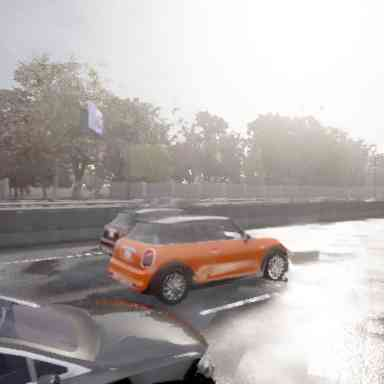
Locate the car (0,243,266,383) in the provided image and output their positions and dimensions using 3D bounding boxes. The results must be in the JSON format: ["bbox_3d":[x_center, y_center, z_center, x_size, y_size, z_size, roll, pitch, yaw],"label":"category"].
[{"bbox_3d":[-1.996,1.491,2.320,4.902,1.511,2.128,0,0,-36],"label":"car"}]

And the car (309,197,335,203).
[{"bbox_3d":[20.736,1.535,53.103,5.008,1.535,1.882,0,0,-35],"label":"car"}]

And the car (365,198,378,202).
[{"bbox_3d":[30.900,1.648,56.030,4.181,1.385,1.994,0,0,-35],"label":"car"}]

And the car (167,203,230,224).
[{"bbox_3d":[0.562,1.603,25.888,4.718,1.301,1.895,0,0,-35],"label":"car"}]

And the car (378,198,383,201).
[{"bbox_3d":[31.910,1.584,52.464,4.892,1.490,1.837,0,0,-35],"label":"car"}]

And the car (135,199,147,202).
[{"bbox_3d":[-3.045,1.354,31.910,4.553,1.767,2.097,0,0,-35],"label":"car"}]

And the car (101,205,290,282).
[{"bbox_3d":[0.369,1.352,8.310,4.553,1.767,2.097,0,0,-36],"label":"car"}]

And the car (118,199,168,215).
[{"bbox_3d":[-5.037,1.506,34.787,4.892,1.490,1.837,0,0,-35],"label":"car"}]

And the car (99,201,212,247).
[{"bbox_3d":[-0.807,1.352,11.769,4.553,1.767,2.097,0,0,-35],"label":"car"}]

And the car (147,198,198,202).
[{"bbox_3d":[-1.172,1.354,28.948,4.553,1.767,2.097,0,0,-35],"label":"car"}]
